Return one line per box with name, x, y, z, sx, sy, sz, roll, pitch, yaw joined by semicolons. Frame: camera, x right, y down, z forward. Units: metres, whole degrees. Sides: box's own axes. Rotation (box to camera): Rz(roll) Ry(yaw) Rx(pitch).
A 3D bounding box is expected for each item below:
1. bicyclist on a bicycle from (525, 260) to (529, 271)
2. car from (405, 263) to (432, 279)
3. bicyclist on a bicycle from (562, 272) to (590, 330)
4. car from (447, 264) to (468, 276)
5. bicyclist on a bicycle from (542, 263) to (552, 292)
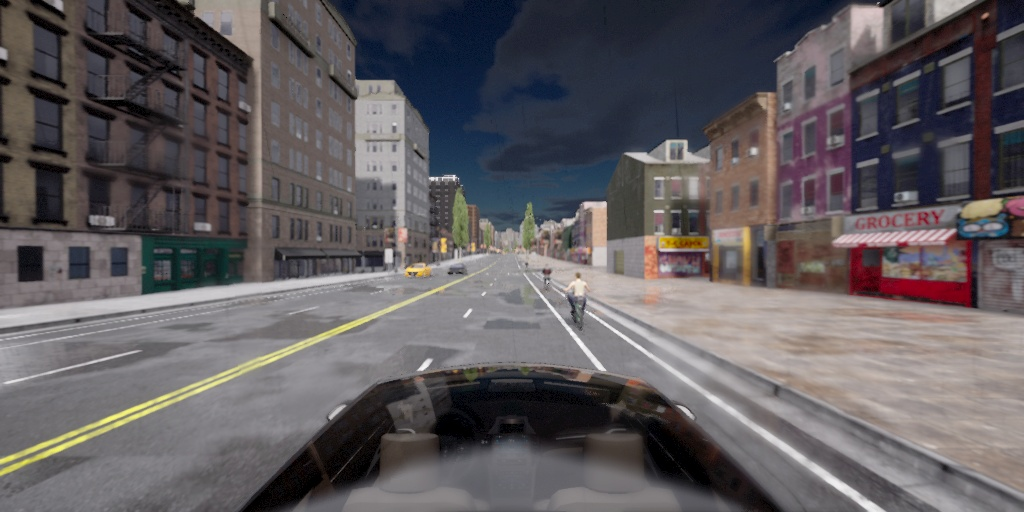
bicyclist on a bicycle;2.167;1.492;52.264;0.659;1.776;1.843;0;0;1
car;-9.841;1.532;37.999;1.882;1.535;5.008;0;-1;0
bicyclist on a bicycle;1.935;1.284;10.583;0.866;1.612;1.509;0;-1;0
car;-6.553;1.629;43.729;2.033;1.411;5.357;0;0;1
bicyclist on a bicycle;2.172;1.324;22.372;0.659;1.776;1.843;0;0;1
